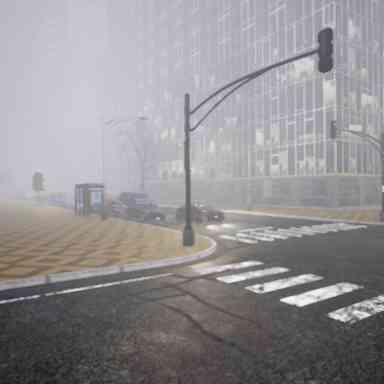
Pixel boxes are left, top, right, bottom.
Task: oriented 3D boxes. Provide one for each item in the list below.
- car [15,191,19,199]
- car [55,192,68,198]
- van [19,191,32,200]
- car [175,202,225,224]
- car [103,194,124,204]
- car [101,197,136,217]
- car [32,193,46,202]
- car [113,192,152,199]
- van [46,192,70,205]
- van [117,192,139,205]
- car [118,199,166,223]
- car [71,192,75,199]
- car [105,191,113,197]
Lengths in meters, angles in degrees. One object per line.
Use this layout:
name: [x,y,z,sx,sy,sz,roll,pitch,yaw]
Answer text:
car: [-38.790,0.748,76.598,1.967,1.590,4.097,0,1,-34]
car: [-31.873,0.741,81.330,2.008,1.369,4.403,0,1,-34]
van: [-35.581,0.703,71.907,1.690,1.788,3.998,0,1,-34]
car: [0.490,1.446,23.751,1.994,1.385,4.181,-1,1,-34]
car: [-12.619,1.094,53.184,1.802,1.307,4.206,0,1,-34]
car: [-6.794,1.421,29.629,1.802,1.307,4.206,0,1,-34]
car: [-25.955,1.074,57.836,2.008,1.369,4.403,0,1,-34]
car: [-5.381,1.010,32.331,2.150,2.045,5.566,-1,1,-34]
van: [-19.536,0.971,48.452,1.690,1.788,3.998,0,1,-34]
van: [-9.410,0.906,48.491,1.690,1.788,3.998,0,1,-34]
car: [-3.598,1.457,24.926,1.947,1.339,4.313,0,1,-34]
car: [-22.246,0.667,67.255,2.192,1.841,5.009,0,1,-34]
car: [-11.423,0.913,41.181,2.150,2.045,5.566,-1,1,-34]
